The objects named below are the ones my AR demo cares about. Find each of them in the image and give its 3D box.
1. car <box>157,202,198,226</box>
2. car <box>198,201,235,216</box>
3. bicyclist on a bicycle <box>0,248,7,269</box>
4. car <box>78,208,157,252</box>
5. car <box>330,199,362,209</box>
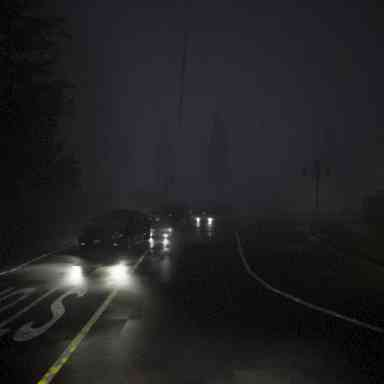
[{"bbox_3d":[-1.485,1.496,23.643,2.128,1.511,4.902,0,0,17],"label":"car"},{"bbox_3d":[2.407,1.551,32.438,2.033,1.411,5.357,0,0,31],"label":"car"},{"bbox_3d":[-6.152,1.456,9.563,1.656,1.620,0.582,-2,0,0],"label":"bicyclist on a bicycle"},{"bbox_3d":[-3.100,1.480,14.251,1.882,1.535,5.008,0,0,6],"label":"car"},{"bbox_3d":[20.892,1.599,44.875,4.718,1.301,1.895,0,0,-28],"label":"car"}]
